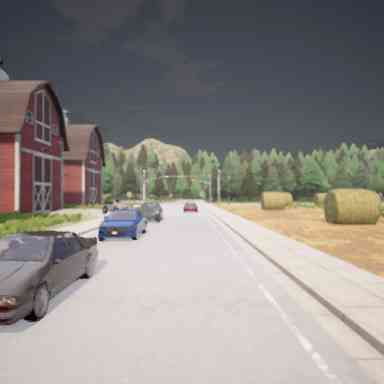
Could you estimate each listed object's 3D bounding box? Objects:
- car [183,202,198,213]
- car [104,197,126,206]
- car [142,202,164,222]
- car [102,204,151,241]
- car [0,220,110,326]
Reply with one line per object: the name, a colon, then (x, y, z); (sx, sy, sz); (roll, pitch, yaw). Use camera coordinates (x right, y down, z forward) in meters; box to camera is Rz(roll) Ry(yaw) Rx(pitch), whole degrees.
car: (-0.172, 2.041, 45.064); (1.994, 1.385, 4.181); (0, -1, -1)
car: (-7.878, 1.522, 34.992); (1.905, 1.878, 3.866); (8, -4, -43)
car: (-3.684, 1.664, 29.168); (2.097, 1.767, 4.553); (0, -1, 0)
car: (-3.661, 1.675, 18.265); (1.882, 1.535, 5.008); (0, 0, 0)
car: (-3.640, 1.633, 7.704); (2.033, 1.411, 5.357); (0, -1, -1)
